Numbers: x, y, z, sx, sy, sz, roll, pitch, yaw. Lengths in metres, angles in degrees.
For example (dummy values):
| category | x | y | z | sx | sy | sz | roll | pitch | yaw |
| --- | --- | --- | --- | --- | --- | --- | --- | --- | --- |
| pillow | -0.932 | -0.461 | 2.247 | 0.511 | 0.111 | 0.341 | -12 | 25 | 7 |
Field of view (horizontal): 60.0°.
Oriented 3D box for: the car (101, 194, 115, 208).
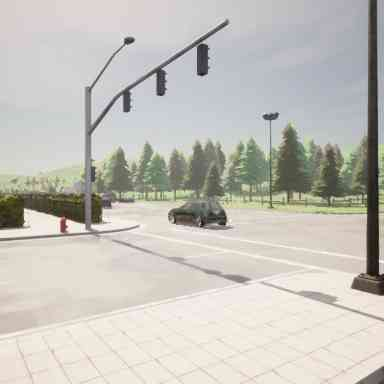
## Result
| category | x | y | z | sx | sy | sz | roll | pitch | yaw |
| --- | --- | --- | --- | --- | --- | --- | --- | --- | --- |
| car | -13.281 | 1.477 | 48.182 | 1.882 | 1.535 | 5.008 | 0 | 0 | -35 |

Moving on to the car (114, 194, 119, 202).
| category | x | y | z | sx | sy | sz | roll | pitch | yaw |
| --- | --- | --- | --- | --- | --- | --- | --- | --- | --- |
| car | -16.767 | 1.601 | 65.607 | 1.895 | 1.301 | 4.718 | 0 | 0 | -34 |

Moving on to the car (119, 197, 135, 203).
| category | x | y | z | sx | sy | sz | roll | pitch | yaw |
| --- | --- | --- | --- | --- | --- | --- | --- | --- | --- |
| car | -13.128 | 1.601 | 66.505 | 1.895 | 1.301 | 4.718 | 0 | 0 | -35 |

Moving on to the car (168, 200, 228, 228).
| category | x | y | z | sx | sy | sz | roll | pitch | yaw |
| --- | --- | --- | --- | --- | --- | --- | --- | --- | --- |
| car | 0.290 | 1.352 | 22.511 | 2.097 | 1.767 | 4.553 | 0 | 0 | -36 |
